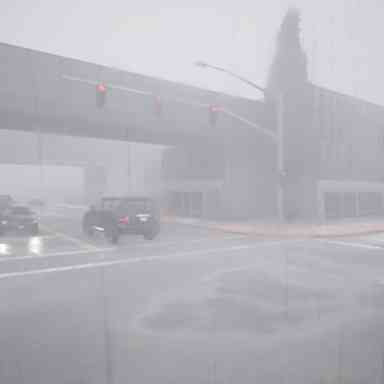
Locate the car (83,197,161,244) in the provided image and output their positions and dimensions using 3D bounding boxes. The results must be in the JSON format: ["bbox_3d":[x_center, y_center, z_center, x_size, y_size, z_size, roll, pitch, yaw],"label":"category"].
[{"bbox_3d":[-3.589,1.257,16.379,2.150,2.045,5.566,1,0,-35],"label":"car"}]

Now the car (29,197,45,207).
[{"bbox_3d":[-24.470,1.571,52.343,1.837,1.490,4.892,0,0,-33],"label":"car"}]

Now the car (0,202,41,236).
[{"bbox_3d":[-10.087,1.545,18.981,1.812,1.442,4.674,0,0,-35],"label":"car"}]

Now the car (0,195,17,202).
[{"bbox_3d":[-15.628,1.243,26.949,2.150,2.045,5.566,0,0,-35],"label":"car"}]

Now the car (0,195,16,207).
[{"bbox_3d":[-30.171,1.401,54.078,2.097,1.767,4.553,0,0,-35],"label":"car"}]
